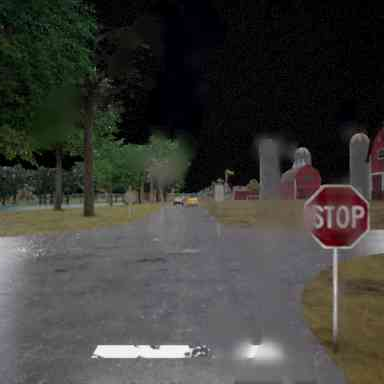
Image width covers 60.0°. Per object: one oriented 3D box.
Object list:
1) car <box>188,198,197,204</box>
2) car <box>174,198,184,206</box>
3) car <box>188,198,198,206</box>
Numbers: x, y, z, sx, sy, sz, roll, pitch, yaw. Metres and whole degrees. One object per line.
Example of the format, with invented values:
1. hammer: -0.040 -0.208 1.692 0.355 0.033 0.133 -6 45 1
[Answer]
1. car: 0.175 1.933 71.218 1.895 1.301 4.718 0 -1 0
2. car: -2.590 1.891 65.362 1.882 1.535 5.008 0 -1 0
3. car: 0.149 1.824 60.768 1.882 1.535 5.008 0 -1 0
